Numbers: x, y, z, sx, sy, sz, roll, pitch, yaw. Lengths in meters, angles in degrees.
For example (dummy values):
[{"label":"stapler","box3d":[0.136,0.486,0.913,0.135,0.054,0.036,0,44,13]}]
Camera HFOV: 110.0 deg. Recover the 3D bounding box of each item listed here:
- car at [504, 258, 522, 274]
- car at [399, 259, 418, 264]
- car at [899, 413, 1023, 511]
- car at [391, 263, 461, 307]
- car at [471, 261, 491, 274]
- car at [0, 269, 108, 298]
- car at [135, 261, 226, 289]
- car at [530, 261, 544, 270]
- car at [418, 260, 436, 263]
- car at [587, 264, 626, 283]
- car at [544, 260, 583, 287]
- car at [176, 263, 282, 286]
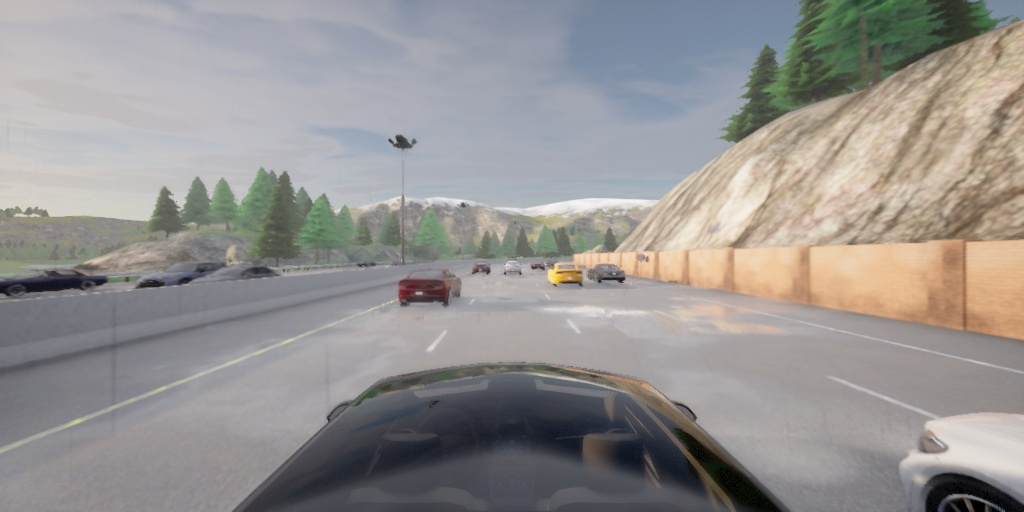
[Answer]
[{"label":"car","box3d":[0.090,1.277,40.687,1.812,1.442,4.674,0,0,0]},{"label":"car","box3d":[-17.513,1.288,62.352,1.812,1.442,4.674,0,0,0]},{"label":"car","box3d":[3.598,1.276,0.476,1.812,1.442,4.674,0,0,0]},{"label":"car","box3d":[-3.407,1.228,15.646,1.882,1.535,5.008,0,0,0]},{"label":"car","box3d":[-3.408,1.276,40.835,1.812,1.442,4.674,0,0,0]},{"label":"car","box3d":[-24.596,1.350,18.710,1.895,1.301,4.718,0,0,0]},{"label":"car","box3d":[-17.593,1.102,19.684,2.097,1.767,4.553,0,0,0]},{"label":"car","box3d":[3.594,1.352,51.691,1.895,1.301,4.718,0,0,0]},{"label":"car","box3d":[-14.028,1.325,60.785,1.994,1.385,4.181,0,0,1]},{"label":"car","box3d":[7.099,1.298,27.422,2.033,1.411,5.357,0,0,0]},{"label":"car","box3d":[3.595,1.228,24.799,1.882,1.535,5.008,0,0,0]},{"label":"car","box3d":[-14.094,1.255,18.578,1.837,1.490,4.892,0,0,0]}]
